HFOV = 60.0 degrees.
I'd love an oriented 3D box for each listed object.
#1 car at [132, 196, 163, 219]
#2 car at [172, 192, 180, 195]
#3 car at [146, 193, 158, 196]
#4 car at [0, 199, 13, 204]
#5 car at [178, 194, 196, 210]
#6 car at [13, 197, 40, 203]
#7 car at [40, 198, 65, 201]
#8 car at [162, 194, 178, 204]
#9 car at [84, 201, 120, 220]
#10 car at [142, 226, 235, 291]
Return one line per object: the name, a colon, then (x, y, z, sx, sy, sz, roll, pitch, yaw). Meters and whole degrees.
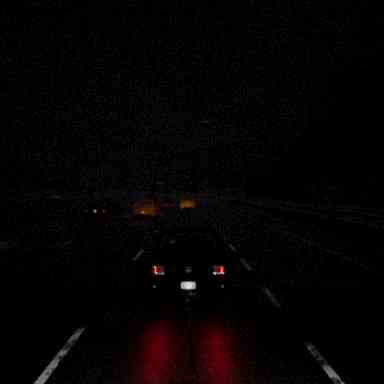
car: (-3.826, 1.406, 28.279, 1.882, 1.535, 5.008, 0, 0, -1)
car: (-4.445, 1.423, 80.173, 1.882, 1.535, 5.008, 0, 0, -1)
car: (-7.756, 1.172, 64.255, 2.150, 2.045, 5.566, 0, 0, -1)
car: (-25.067, 1.537, 44.639, 1.895, 1.301, 4.718, 0, 0, 0)
car: (-0.477, 1.404, 41.064, 1.882, 1.535, 5.008, 0, 0, -1)
car: (-21.578, 1.427, 45.020, 2.128, 1.511, 4.902, 0, 0, 0)
car: (-18.075, 1.535, 44.554, 1.895, 1.301, 4.718, 0, 0, 0)
car: (-4.254, 1.550, 64.262, 1.895, 1.301, 4.718, 0, 0, -1)
car: (-7.315, 1.476, 27.470, 2.033, 1.411, 5.357, 0, 0, -1)
car: (-0.092, 1.567, 8.842, 1.895, 1.301, 4.718, 0, 0, -1)
